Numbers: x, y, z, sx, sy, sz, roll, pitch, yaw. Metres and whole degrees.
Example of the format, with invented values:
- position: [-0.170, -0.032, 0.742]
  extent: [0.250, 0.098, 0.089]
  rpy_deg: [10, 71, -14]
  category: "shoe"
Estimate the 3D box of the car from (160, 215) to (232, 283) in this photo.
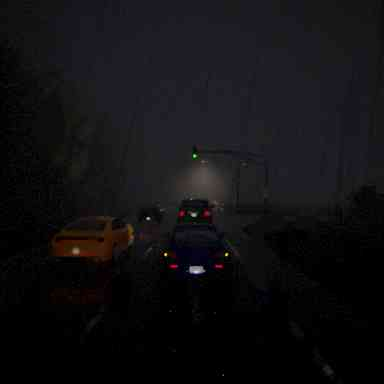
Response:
- position: [0.097, 1.635, 9.905]
  extent: [1.812, 1.442, 4.674]
  rpy_deg: [0, -1, 0]
  category: "car"

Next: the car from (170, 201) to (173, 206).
- position: [-3.454, 2.309, 69.661]
  extent: [1.994, 1.385, 4.181]
  rpy_deg: [0, -1, 0]
  category: "car"

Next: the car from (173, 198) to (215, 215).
- position: [0.307, 1.461, 21.895]
  extent: [2.150, 2.045, 5.566]
  rpy_deg: [0, -1, 4]
  category: "car"

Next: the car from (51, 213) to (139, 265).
- position: [-3.410, 1.613, 12.279]
  extent: [1.882, 1.535, 5.008]
  rpy_deg: [0, -1, 0]
  category: "car"

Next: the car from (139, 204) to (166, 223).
- position: [-3.421, 1.816, 28.383]
  extent: [1.837, 1.490, 4.892]
  rpy_deg: [0, 0, 0]
  category: "car"
